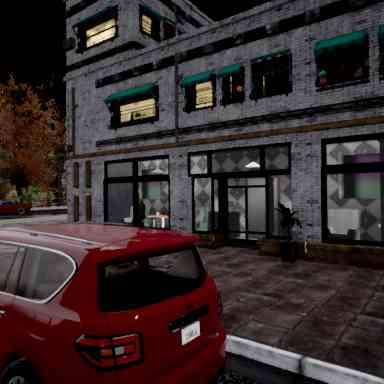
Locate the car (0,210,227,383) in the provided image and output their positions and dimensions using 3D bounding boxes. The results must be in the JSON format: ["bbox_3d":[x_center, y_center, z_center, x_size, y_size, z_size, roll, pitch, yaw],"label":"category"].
[{"bbox_3d":[-1.951,1.316,4.303,5.009,1.841,2.192,0,-1,36],"label":"car"}]

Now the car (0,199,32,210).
[{"bbox_3d":[-17.558,1.459,30.744,1.895,1.301,4.718,-1,0,37],"label":"car"}]
